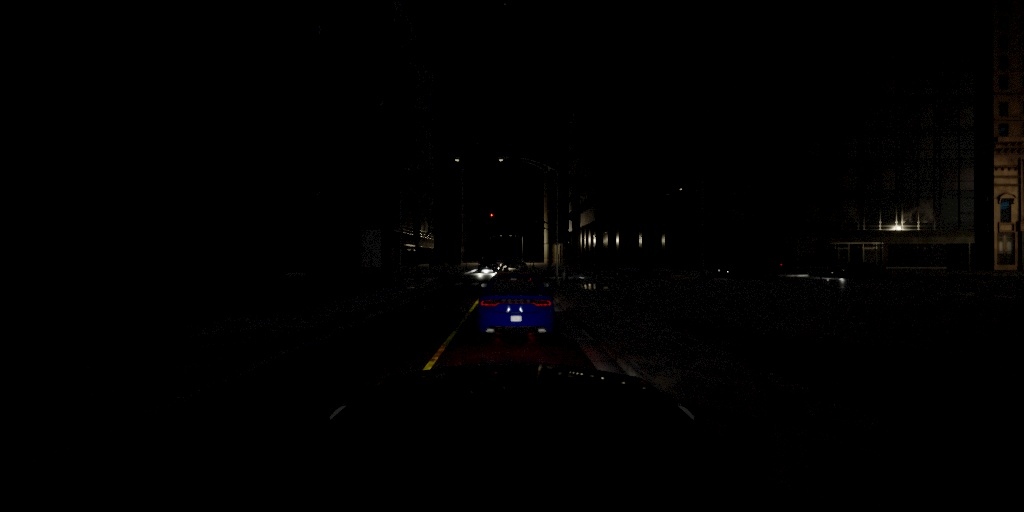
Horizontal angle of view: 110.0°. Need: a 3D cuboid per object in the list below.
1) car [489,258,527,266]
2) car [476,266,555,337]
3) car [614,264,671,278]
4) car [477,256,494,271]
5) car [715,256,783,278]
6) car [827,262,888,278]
[{"bbox_3d":[0.136,1.107,19.242,2.097,1.767,4.553,0,0,2],"label":"car"},{"bbox_3d":[0.091,1.229,10.374,1.882,1.535,5.008,0,0,0],"label":"car"},{"bbox_3d":[12.016,1.371,33.270,4.718,1.301,1.895,0,0,3],"label":"car"},{"bbox_3d":[-3.147,0.999,45.784,2.150,2.045,5.566,0,0,-2],"label":"car"},{"bbox_3d":[21.968,0.986,33.291,5.566,2.045,2.150,0,0,-1],"label":"car"},{"bbox_3d":[32.064,1.276,33.289,4.674,1.442,1.812,0,0,0],"label":"car"}]
